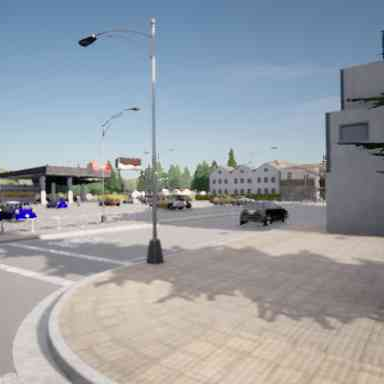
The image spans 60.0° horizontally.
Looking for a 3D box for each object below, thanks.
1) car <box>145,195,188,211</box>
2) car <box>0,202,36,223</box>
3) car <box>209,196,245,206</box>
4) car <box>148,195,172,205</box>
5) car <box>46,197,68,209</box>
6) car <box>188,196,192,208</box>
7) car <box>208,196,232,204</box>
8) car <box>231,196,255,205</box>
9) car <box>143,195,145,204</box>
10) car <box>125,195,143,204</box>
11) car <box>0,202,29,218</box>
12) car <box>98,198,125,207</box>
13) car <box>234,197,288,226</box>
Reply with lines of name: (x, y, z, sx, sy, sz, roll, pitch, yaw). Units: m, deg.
car: (-3.261, 1.388, 41.907, 4.605, 1.855, 1.932, -1, 0, 36)
car: (-14.328, 1.674, 26.978, 3.633, 1.501, 1.845, -1, 0, 36)
car: (5.665, 1.441, 54.829, 5.027, 1.636, 2.152, -1, 0, 36)
car: (-6.522, 1.578, 67.615, 4.605, 1.855, 1.932, -1, 0, 36)
car: (-20.368, 1.820, 49.928, 3.633, 1.501, 1.845, -1, 0, 36)
car: (-1.881, 1.370, 44.497, 3.866, 1.878, 1.905, -1, 0, 36)
car: (5.657, 1.663, 67.316, 4.514, 1.523, 2.007, -1, 0, 36)
car: (9.189, 1.520, 60.202, 3.806, 1.475, 1.970, -1, 0, 36)
car: (-10.938, 1.644, 74.909, 3.866, 1.878, 1.905, -1, 0, 36)
car: (-13.390, 1.937, 72.583, 3.806, 1.475, 1.970, -1, 0, 36)
car: (-18.563, 1.767, 33.760, 3.806, 1.475, 1.970, -1, 0, 36)
car: (-14.441, 1.793, 57.974, 4.514, 1.523, 2.007, -1, 0, 36)
car: (5.316, 1.437, 24.329, 2.097, 1.767, 4.553, -1, 0, 37)
